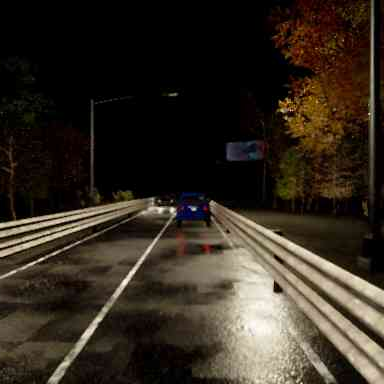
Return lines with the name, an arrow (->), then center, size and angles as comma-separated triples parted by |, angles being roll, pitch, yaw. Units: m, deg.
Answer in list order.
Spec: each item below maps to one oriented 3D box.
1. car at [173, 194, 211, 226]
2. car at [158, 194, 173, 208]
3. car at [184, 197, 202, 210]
car -> 0.101, 1.108, 22.469 | 2.150, 2.045, 5.566 | 0, 1, 0
car -> -3.344, 1.138, 44.110 | 2.097, 1.767, 4.553 | 0, 0, 0
car -> 0.095, 1.346, 41.630 | 2.033, 1.411, 5.357 | 0, 0, 0
